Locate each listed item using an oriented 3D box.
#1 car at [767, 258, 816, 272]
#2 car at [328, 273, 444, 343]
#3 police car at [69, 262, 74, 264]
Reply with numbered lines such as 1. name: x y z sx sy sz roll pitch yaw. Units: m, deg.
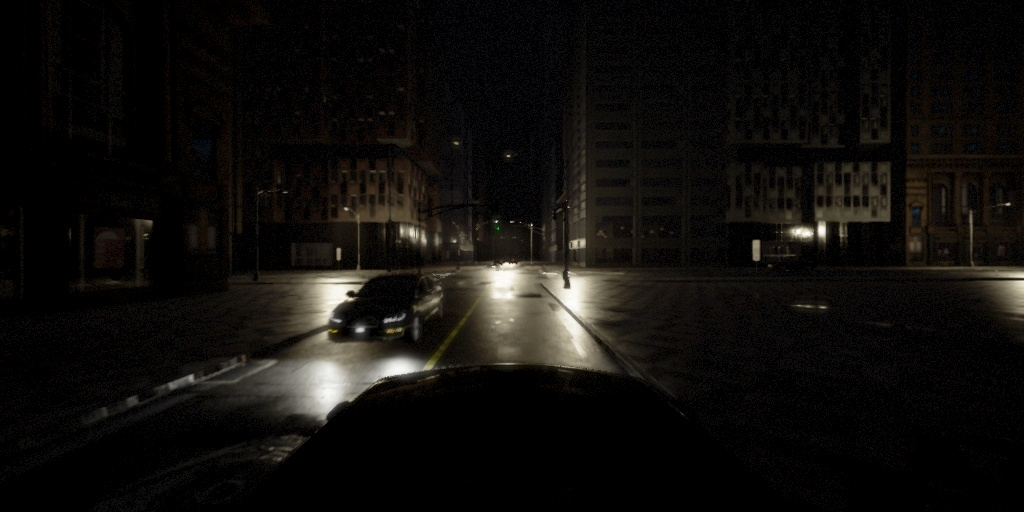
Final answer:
1. car: 32.450 1.014 41.774 4.902 1.511 2.128 0 0 1
2. car: -3.090 1.254 9.735 1.837 1.490 4.892 0 0 0
3. police car: -39.603 1.384 32.390 5.238 1.638 1.930 0 0 0
